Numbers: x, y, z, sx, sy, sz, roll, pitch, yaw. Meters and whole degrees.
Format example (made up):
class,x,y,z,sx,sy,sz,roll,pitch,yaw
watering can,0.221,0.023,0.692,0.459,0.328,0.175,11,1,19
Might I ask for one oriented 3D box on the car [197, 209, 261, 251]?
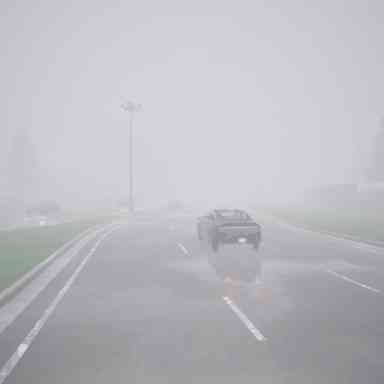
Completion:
class,x,y,z,sx,sy,sz,roll,pitch,yaw
car,1.424,1.490,14.208,2.128,1.511,4.902,0,0,-8

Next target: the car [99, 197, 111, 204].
class,x,y,z,sx,sy,sz,roll,pitch,yaw
car,-16.172,1.597,63.740,1.895,1.301,4.718,0,0,4

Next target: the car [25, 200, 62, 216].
class,x,y,z,sx,sy,sz,roll,pitch,yaw
car,-14.413,1.523,32.686,1.812,1.442,4.674,0,0,4

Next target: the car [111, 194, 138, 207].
class,x,y,z,sx,sy,sz,roll,pitch,yaw
car,-9.980,1.349,49.479,2.097,1.767,4.553,0,0,3

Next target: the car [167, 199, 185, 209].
class,x,y,z,sx,sy,sz,roll,pitch,yaw
car,-2.050,1.598,44.314,1.895,1.301,4.718,0,0,4

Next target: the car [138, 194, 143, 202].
class,x,y,z,sx,sy,sz,roll,pitch,yaw
car,-12.149,1.334,73.049,2.097,1.767,4.553,0,0,3
